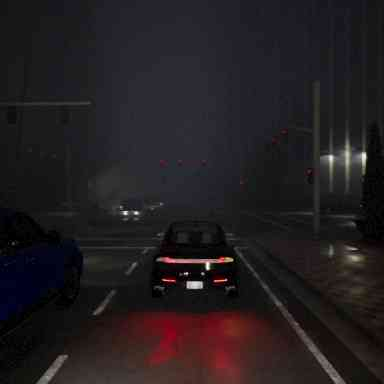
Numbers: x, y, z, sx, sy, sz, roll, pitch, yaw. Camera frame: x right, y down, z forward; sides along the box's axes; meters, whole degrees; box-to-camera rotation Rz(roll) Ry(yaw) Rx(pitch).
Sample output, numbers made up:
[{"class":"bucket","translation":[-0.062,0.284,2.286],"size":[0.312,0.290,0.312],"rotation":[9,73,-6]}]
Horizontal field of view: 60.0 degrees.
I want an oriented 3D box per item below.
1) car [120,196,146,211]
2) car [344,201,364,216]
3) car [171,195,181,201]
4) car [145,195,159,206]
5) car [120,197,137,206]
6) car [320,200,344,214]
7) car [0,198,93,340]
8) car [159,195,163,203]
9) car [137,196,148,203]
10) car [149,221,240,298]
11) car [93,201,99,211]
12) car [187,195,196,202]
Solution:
[{"class":"car","translation":[-7.166,1.564,40.576],"size":[1.994,1.385,4.181],"rotation":[0,0,0]},{"class":"car","translation":[17.478,1.504,31.472],"size":[4.892,1.490,1.837],"rotation":[0,0,-1]},{"class":"car","translation":[-3.635,1.339,76.097],"size":[1.812,1.442,4.674],"rotation":[0,0,0]},{"class":"car","translation":[-7.182,1.477,55.457],"size":[1.882,1.535,5.008],"rotation":[0,0,0]},{"class":"car","translation":[-10.681,1.563,55.968],"size":[1.994,1.385,4.181],"rotation":[0,0,0]},{"class":"car","translation":[15.231,1.563,34.946],"size":[4.181,1.385,1.994],"rotation":[0,0,-1]},{"class":"car","translation":[-3.451,1.221,4.886],"size":[2.150,2.045,5.566],"rotation":[0,0,1]},{"class":"car","translation":[-7.125,1.500,70.527],"size":[1.837,1.490,4.892],"rotation":[0,0,0]},{"class":"car","translation":[-10.627,1.520,71.520],"size":[1.812,1.442,4.674],"rotation":[0,0,0]},{"class":"car","translation":[0.078,1.491,8.518],"size":[2.128,1.511,4.902],"rotation":[0,0,1]},{"class":"car","translation":[-12.846,1.477,38.193],"size":[1.882,1.535,5.008],"rotation":[1,0,26]},{"class":"car","translation":[-0.134,1.428,75.564],"size":[1.837,1.490,4.892],"rotation":[0,0,0]}]
